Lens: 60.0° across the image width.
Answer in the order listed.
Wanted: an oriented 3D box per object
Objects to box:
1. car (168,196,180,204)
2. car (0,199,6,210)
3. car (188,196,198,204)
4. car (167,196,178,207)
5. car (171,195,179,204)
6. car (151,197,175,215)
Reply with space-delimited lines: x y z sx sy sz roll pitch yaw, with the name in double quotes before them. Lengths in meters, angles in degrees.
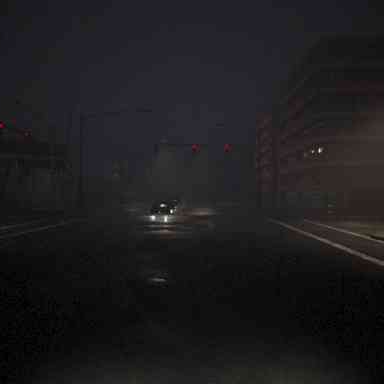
"car" -3.393 1.564 62.555 1.994 1.385 4.181 0 0 0
"car" -24.053 1.456 38.905 3.806 1.475 1.970 0 0 1
"car" 0.248 1.526 64.987 1.812 1.442 4.674 0 0 0
"car" -3.256 1.564 43.942 1.994 1.385 4.181 0 0 0
"car" -3.331 1.352 52.538 2.097 1.767 4.553 0 0 0
"car" -3.174 1.547 34.701 2.033 1.411 5.357 0 0 -1
